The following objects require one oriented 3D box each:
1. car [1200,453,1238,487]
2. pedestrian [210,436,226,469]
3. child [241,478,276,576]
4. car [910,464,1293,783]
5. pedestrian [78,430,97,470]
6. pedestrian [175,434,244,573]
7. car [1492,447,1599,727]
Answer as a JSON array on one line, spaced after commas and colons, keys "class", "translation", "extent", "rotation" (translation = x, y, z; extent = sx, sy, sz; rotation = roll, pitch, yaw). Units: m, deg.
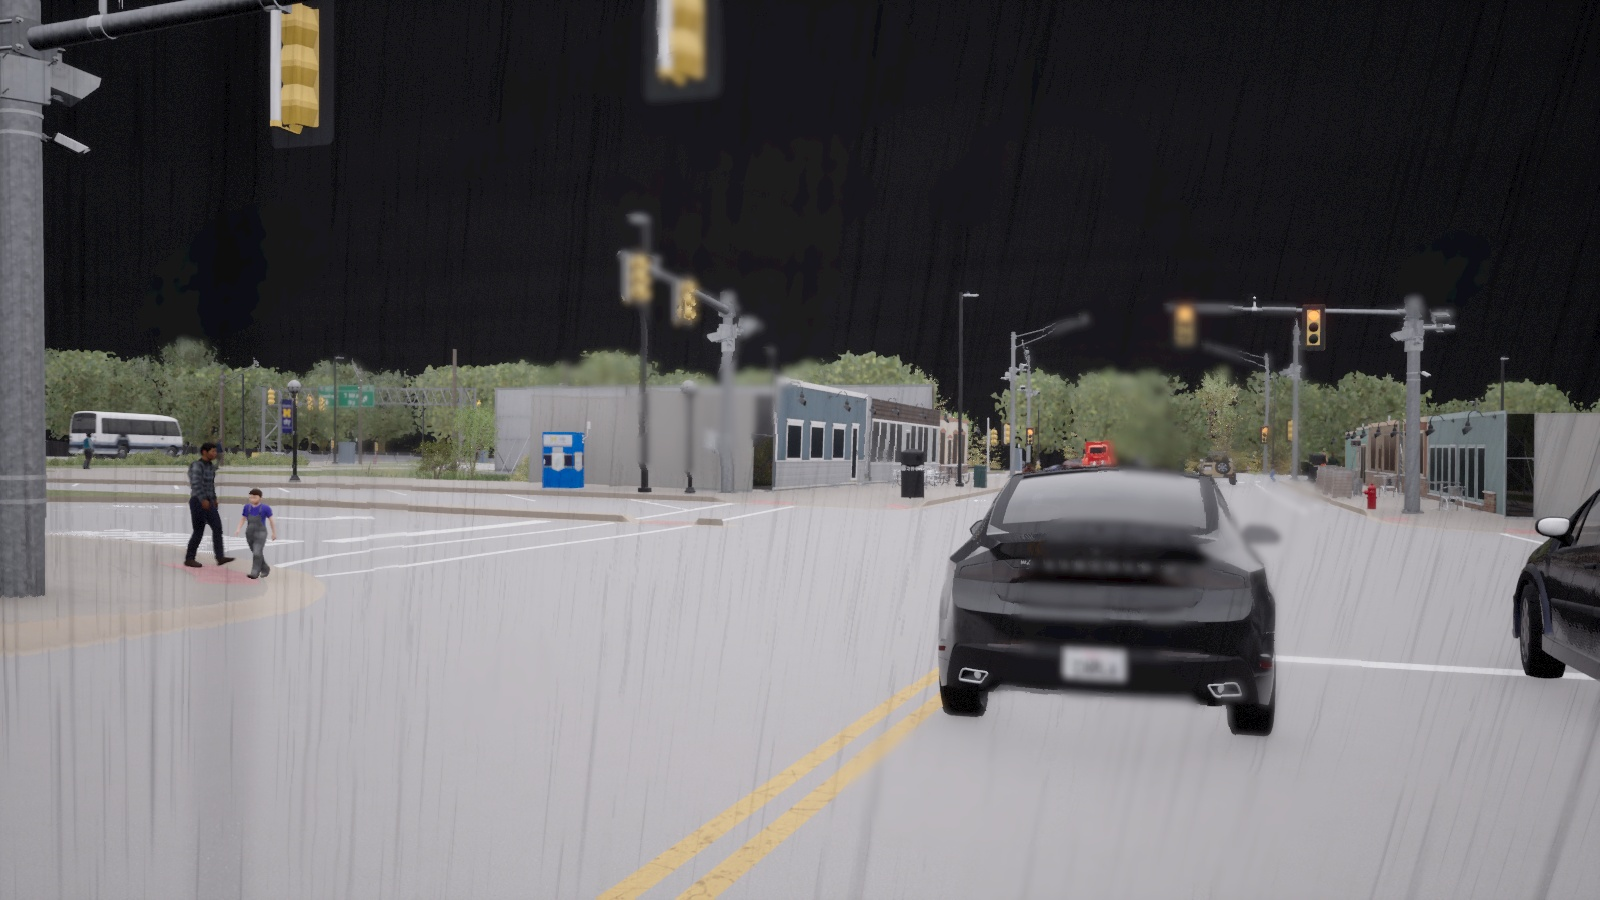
[{"class": "car", "translation": [23.680, 1.097, 71.104], "extent": [1.932, 1.855, 4.605], "rotation": [1, 0, 17]}, {"class": "pedestrian", "translation": [-32.325, 0.129, 69.700], "extent": [0.402, 1.842, 0.726], "rotation": [1, 1, 20]}, {"class": "child", "translation": [-7.154, 1.014, 16.594], "extent": [0.270, 1.263, 0.437], "rotation": [0, 1, 1]}, {"class": "car", "translation": [2.155, 0.886, 8.577], "extent": [1.837, 1.490, 4.892], "rotation": [1, -1, 17]}, {"class": "pedestrian", "translation": [-34.956, -0.016, 61.620], "extent": [0.396, 1.930, 0.692], "rotation": [1, 1, 17]}, {"class": "pedestrian", "translation": [-8.430, 0.754, 17.949], "extent": [0.788, 1.949, 0.423], "rotation": [0, 1, 9]}, {"class": "car", "translation": [5.806, 0.822, 7.885], "extent": [1.851, 1.617, 3.988], "rotation": [1, -1, 18]}]
